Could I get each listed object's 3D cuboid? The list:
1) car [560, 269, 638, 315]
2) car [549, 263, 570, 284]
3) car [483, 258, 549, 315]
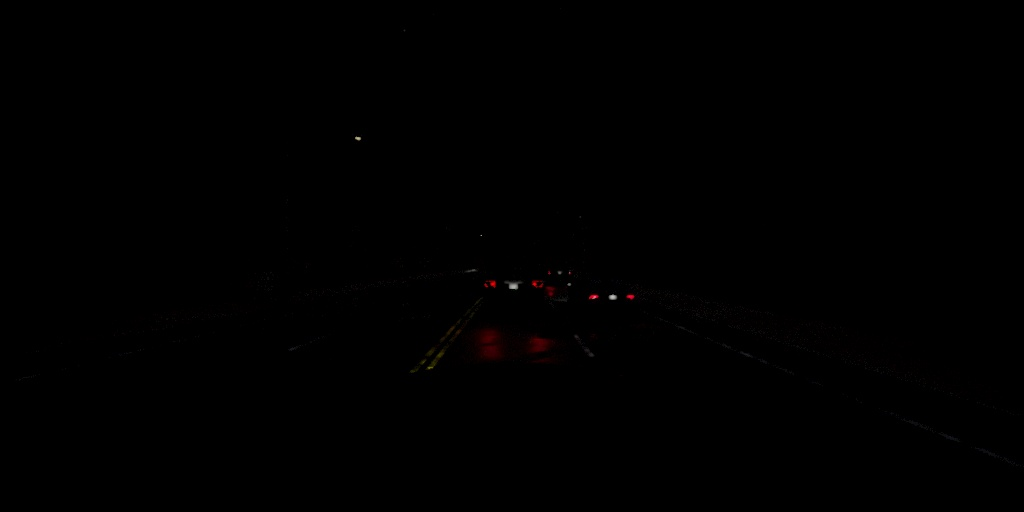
[{"bbox_3d":[3.358,1.424,14.264,2.033,1.411,5.357,0,-1,1],"label":"car"},{"bbox_3d":[3.825,1.380,30.049,2.097,1.767,4.553,0,-1,3],"label":"car"},{"bbox_3d":[0.110,1.103,14.361,2.150,2.045,5.566,0,0,1],"label":"car"}]
